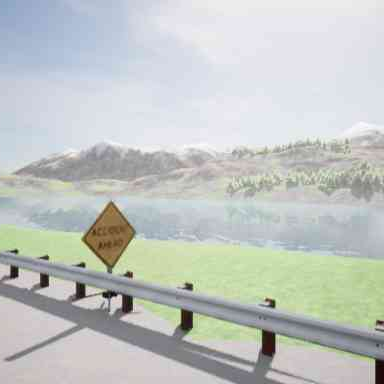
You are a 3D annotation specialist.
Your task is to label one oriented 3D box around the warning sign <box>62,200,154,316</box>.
[{"bbox_3d":[-1.548,1.099,6.263,1.060,1.860,1.300,0,0,36],"label":"warning sign"}]
